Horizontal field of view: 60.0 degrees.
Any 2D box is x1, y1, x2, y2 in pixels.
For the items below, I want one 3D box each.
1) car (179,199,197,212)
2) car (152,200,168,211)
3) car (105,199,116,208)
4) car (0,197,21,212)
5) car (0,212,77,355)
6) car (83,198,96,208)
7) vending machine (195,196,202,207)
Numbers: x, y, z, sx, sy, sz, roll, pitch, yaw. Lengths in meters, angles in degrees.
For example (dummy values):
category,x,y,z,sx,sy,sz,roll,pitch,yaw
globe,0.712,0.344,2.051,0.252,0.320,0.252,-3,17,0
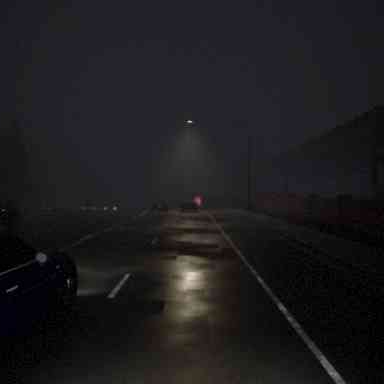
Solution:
category,x,y,z,sx,sy,sz,roll,pitch,yaw
car,-0.470,1.606,41.154,2.128,1.511,4.902,0,0,-5
car,-4.044,1.676,41.659,1.994,1.385,4.181,0,0,-6
car,-14.123,1.899,57.684,1.882,1.535,5.008,0,-2,-15
car,-10.598,1.262,16.346,2.150,2.045,5.566,0,0,0
car,-3.399,1.365,5.003,2.097,1.767,4.553,0,0,0
car,-17.654,1.768,57.296,2.097,1.767,4.553,0,-2,-15
vending machine,1.258,1.788,64.023,1.100,2.100,0.880,1,-2,-16
